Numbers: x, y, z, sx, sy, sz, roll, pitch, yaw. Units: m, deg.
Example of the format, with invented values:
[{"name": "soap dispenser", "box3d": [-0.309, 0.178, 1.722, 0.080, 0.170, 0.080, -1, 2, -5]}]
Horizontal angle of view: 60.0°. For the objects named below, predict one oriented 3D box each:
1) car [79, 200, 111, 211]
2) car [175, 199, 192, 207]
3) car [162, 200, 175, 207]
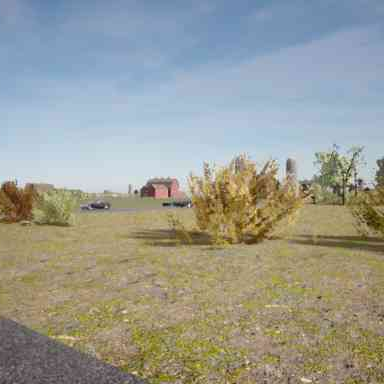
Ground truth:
[{"name": "car", "box3d": [-14.004, 1.893, 48.180, 2.128, 1.511, 4.902, -1, -1, 36]}, {"name": "car", "box3d": [-0.359, 2.044, 60.834, 1.837, 1.490, 4.892, -1, -1, 36]}, {"name": "car", "box3d": [-3.568, 2.195, 62.507, 1.895, 1.301, 4.718, -1, -1, 36]}]
